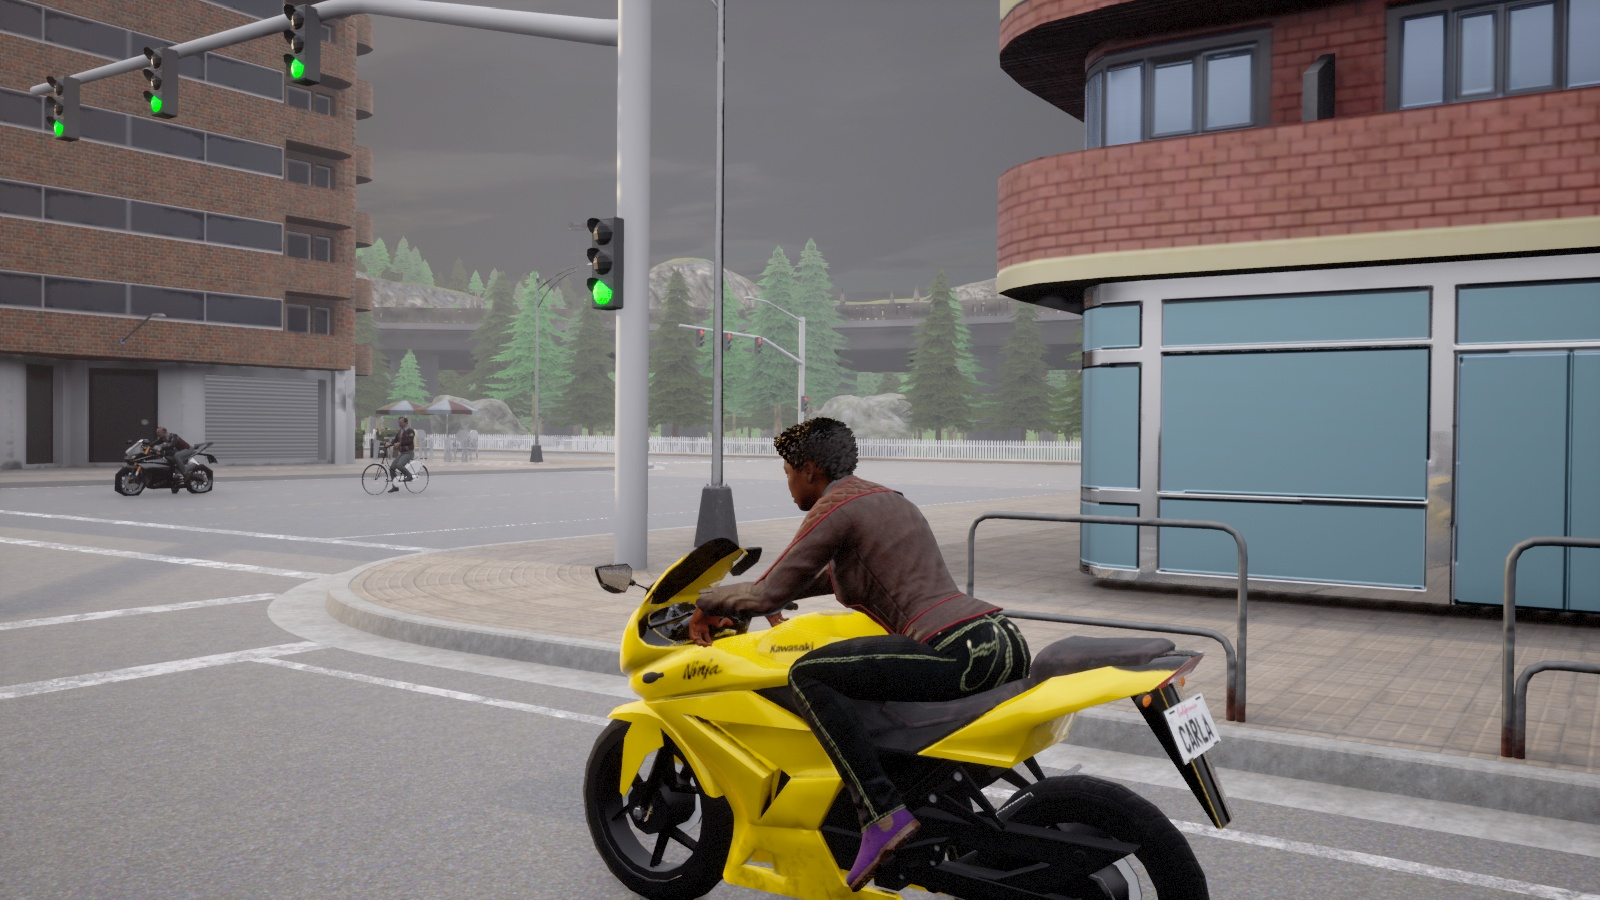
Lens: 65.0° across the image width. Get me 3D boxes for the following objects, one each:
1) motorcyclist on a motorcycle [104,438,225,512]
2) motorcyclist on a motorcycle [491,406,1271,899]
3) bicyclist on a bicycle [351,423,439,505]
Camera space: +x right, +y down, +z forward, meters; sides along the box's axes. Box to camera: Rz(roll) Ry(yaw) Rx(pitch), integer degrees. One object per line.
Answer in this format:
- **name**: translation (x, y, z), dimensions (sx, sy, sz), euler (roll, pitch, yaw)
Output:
- **motorcyclist on a motorcycle**: translation (-13.873, 0.517, 27.482), dimensions (0.866, 1.530, 2.191), euler (0, 1, 34)
- **motorcyclist on a motorcycle**: translation (0.158, 0.664, 3.519), dimensions (2.044, 1.523, 0.797), euler (0, 1, 34)
- **bicyclist on a bicycle**: translation (-9.107, 0.298, 28.300), dimensions (0.659, 1.776, 1.843), euler (0, 1, 34)
